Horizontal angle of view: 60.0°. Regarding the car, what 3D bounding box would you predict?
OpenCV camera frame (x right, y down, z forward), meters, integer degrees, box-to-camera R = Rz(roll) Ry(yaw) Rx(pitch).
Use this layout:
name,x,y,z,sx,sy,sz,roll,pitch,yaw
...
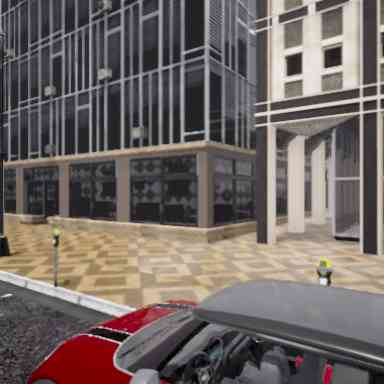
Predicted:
name,x,y,z,sx,sy,sz,roll,pitch,yaw
car,0.513,1.441,2.508,4.097,1.590,1.967,0,0,36
